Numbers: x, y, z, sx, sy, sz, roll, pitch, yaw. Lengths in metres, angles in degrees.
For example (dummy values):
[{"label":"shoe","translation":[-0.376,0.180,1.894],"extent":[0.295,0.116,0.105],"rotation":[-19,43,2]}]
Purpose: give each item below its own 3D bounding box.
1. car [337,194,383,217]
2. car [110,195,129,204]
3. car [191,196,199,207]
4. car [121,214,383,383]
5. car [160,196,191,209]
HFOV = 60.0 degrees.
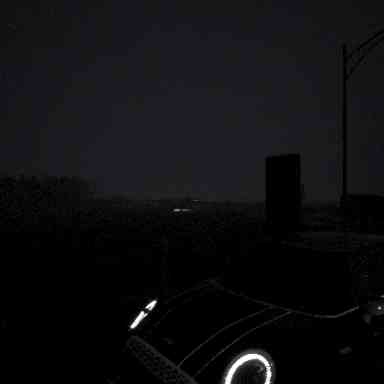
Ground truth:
[{"label":"car","translation":[12.590,1.186,22.294],"extent":[2.150,2.045,5.566],"rotation":[-1,1,-35]},{"label":"car","translation":[-12.645,1.341,58.005],"extent":[1.882,1.535,5.008],"rotation":[-1,0,-35]},{"label":"car","translation":[-0.901,1.344,47.689],"extent":[2.128,1.511,4.902],"rotation":[-1,1,-35]},{"label":"car","translation":[1.455,1.350,4.139],"extent":[4.553,1.767,2.097],"rotation":[0,0,-36]},{"label":"car","translation":[-2.447,1.459,43.482],"extent":[1.994,1.385,4.181],"rotation":[-1,1,-35]}]
